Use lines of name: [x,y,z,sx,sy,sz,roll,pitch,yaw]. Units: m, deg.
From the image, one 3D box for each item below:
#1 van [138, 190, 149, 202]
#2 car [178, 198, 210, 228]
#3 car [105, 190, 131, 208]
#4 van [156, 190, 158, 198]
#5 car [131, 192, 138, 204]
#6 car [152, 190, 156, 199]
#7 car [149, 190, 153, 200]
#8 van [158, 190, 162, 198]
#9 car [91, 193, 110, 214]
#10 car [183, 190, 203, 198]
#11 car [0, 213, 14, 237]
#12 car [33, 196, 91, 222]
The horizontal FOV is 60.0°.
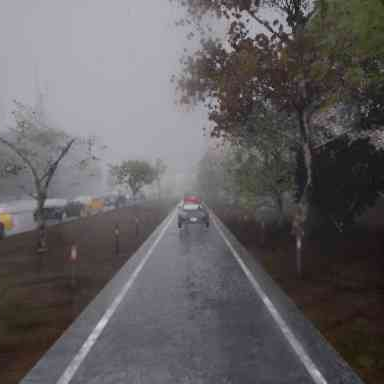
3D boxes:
van: [-9.075,0.698,56.107,1.878,1.987,4.442,0,1,2]
car: [0.099,1.328,20.585,1.812,1.442,4.674,0,1,0]
car: [-9.047,0.793,38.392,2.435,2.045,5.566,0,0,1]
van: [-9.094,0.569,73.816,1.878,1.987,4.442,0,-1,-3]
car: [-9.056,1.029,45.138,2.002,1.452,4.674,0,0,0]
car: [-9.083,0.864,67.305,2.163,1.488,4.792,0,-1,-2]
car: [-9.077,0.868,61.794,2.231,1.521,4.892,0,-1,-2]
van: [-9.260,0.506,83.766,1.878,1.987,4.442,0,-1,-2]
car: [-9.036,1.080,28.509,2.097,1.535,5.008,0,0,2]
car: [0.098,0.821,40.495,2.150,2.045,5.566,0,1,0]
car: [-9.023,1.204,12.709,1.946,1.575,5.366,0,0,2]
car: [-9.028,1.131,22.961,2.097,1.535,5.008,0,0,2]
